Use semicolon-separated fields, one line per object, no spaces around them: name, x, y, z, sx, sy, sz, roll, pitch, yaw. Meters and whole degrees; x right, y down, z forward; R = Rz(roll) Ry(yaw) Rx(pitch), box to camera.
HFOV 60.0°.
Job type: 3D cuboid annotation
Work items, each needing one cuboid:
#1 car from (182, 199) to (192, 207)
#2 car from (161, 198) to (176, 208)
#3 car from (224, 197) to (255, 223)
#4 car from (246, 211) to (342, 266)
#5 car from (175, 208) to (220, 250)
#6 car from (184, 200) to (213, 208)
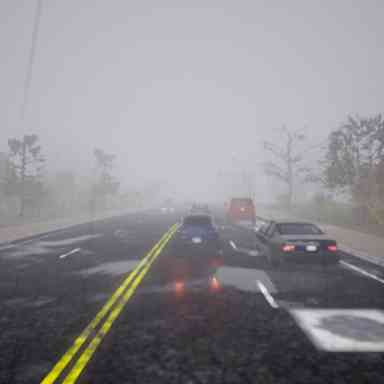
car;-0.552;1.986;59.127;2.033;1.411;5.357;0;0;5
car;-3.981;1.787;57.415;2.097;1.767;4.553;0;0;5
car;3.951;1.437;27.726;2.150;2.045;5.566;0;0;3
car;3.420;1.643;11.830;2.033;1.411;5.357;0;0;2
car;0.273;1.646;14.783;1.812;1.442;4.674;0;0;2
car;0.773;1.719;29.036;2.128;1.511;4.902;0;0;3
